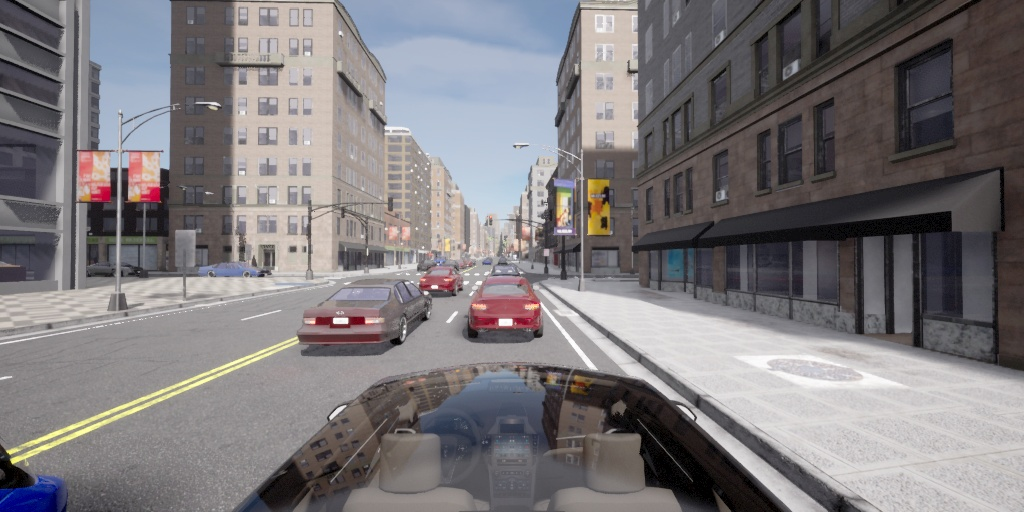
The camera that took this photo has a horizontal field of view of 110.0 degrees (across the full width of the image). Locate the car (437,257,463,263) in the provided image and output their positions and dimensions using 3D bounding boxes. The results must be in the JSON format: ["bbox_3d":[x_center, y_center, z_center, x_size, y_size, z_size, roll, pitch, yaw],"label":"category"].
[{"bbox_3d":[-7.807,1.207,45.500,1.882,1.535,5.008,0,0,-2],"label":"car"}]

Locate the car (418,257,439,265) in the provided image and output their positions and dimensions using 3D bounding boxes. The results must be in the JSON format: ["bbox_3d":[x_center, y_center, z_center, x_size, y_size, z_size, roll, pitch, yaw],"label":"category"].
[{"bbox_3d":[-11.105,1.206,47.201,1.882,1.535,5.008,0,0,-1],"label":"car"}]

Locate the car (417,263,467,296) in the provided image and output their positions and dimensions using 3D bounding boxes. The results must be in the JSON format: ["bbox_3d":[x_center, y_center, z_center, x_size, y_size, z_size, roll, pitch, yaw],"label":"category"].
[{"bbox_3d":[-3.669,1.274,19.021,1.812,1.442,4.674,0,0,-2],"label":"car"}]

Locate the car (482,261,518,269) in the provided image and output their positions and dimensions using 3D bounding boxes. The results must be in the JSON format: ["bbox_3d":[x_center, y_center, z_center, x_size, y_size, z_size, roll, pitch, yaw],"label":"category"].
[{"bbox_3d":[-0.413,1.240,19.200,2.128,1.511,4.902,0,0,-3],"label":"car"}]

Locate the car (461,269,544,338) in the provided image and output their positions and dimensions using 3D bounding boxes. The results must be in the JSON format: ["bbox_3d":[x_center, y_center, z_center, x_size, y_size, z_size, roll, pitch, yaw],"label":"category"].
[{"bbox_3d":[-0.183,1.276,10.116,1.812,1.442,4.674,0,0,-1],"label":"car"}]

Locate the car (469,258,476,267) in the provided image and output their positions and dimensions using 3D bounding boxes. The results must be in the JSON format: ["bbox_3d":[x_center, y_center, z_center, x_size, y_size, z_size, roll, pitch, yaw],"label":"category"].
[{"bbox_3d":[-8.278,1.063,64.579,2.097,1.767,4.553,0,0,-1],"label":"car"}]

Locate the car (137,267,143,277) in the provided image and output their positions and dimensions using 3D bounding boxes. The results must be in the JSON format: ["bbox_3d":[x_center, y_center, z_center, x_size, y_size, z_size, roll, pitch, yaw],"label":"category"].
[{"bbox_3d":[-33.647,1.169,30.365,4.181,1.385,1.994,0,-1,-2],"label":"car"}]

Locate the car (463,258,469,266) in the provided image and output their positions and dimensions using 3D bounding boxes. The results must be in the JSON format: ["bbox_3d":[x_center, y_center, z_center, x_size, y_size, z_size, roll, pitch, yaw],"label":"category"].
[{"bbox_3d":[-8.051,1.247,54.704,1.812,1.442,4.674,0,0,-1],"label":"car"}]

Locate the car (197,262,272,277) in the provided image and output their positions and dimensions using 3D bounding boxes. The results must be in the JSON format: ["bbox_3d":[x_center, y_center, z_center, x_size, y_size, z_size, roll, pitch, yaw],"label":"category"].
[{"bbox_3d":[-23.681,1.194,30.689,5.357,1.411,2.033,0,-1,1],"label":"car"}]

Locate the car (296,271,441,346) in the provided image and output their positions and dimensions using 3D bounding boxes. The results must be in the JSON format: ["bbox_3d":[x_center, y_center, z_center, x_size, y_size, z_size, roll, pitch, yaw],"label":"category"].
[{"bbox_3d":[-3.413,1.298,9.434,2.033,1.411,5.357,0,0,-2],"label":"car"}]
